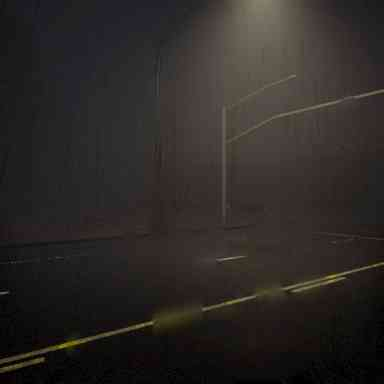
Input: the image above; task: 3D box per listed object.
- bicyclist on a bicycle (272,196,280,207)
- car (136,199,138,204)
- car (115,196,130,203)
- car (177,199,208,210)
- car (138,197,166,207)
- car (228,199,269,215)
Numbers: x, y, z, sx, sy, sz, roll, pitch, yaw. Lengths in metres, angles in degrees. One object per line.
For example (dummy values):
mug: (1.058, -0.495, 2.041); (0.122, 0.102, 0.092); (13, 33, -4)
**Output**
bicyclist on a bicycle: (11.471, 1.303, 45.507); (1.656, 1.620, 0.582); (0, 0, -36)
car: (-8.638, 1.564, 61.031); (1.994, 1.385, 4.181); (0, 0, -35)
car: (-14.451, 1.468, 69.080); (1.812, 1.442, 4.674); (0, 0, -36)
car: (0.045, 1.601, 42.607); (1.895, 1.301, 4.718); (0, 0, -36)
car: (-5.821, 1.478, 50.833); (1.882, 1.535, 5.008); (0, 0, -35)
car: (5.830, 1.491, 34.508); (2.128, 1.511, 4.902); (0, 0, -36)
